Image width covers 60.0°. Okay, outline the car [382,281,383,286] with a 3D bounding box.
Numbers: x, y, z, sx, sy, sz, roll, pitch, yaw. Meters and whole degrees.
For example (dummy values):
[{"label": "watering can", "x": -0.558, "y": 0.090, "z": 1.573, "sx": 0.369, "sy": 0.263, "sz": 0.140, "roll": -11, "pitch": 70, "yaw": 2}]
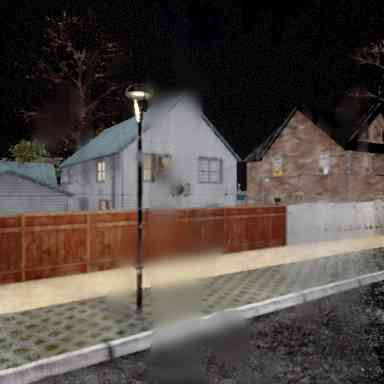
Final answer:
[{"label": "car", "x": 6.443, "y": 1.521, "z": 7.302, "sx": 5.357, "sy": 1.411, "sz": 2.033, "roll": 0, "pitch": 0, "yaw": -33}]
